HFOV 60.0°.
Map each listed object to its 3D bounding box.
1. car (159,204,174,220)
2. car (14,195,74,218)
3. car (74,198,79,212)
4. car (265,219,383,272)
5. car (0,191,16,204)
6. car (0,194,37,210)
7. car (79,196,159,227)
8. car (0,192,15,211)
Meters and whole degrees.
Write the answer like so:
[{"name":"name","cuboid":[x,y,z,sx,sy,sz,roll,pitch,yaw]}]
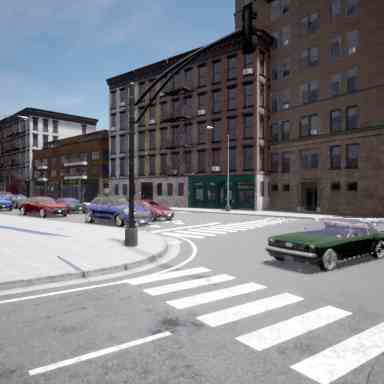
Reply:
[{"name":"car","cuboid":[-3.375,1.267,23.842,4.674,1.442,1.812,1,0,38]},{"name":"car","cuboid":[-11.741,1.118,26.232,5.008,1.535,1.882,1,0,39]},{"name":"car","cuboid":[-11.155,1.201,29.923,4.181,1.385,1.994,1,0,39]},{"name":"car","cuboid":[4.610,1.584,10.915,4.718,1.301,1.895,-1,1,-35]},{"name":"car","cuboid":[-27.583,0.787,48.235,4.553,1.767,2.097,1,0,41]},{"name":"car","cuboid":[-19.160,1.030,36.467,4.902,1.511,2.128,1,0,40]},{"name":"car","cuboid":[-4.586,1.089,20.593,4.553,1.767,2.097,1,0,39]},{"name":"car","cuboid":[-19.229,1.025,32.298,5.008,1.535,1.882,1,0,40]}]
